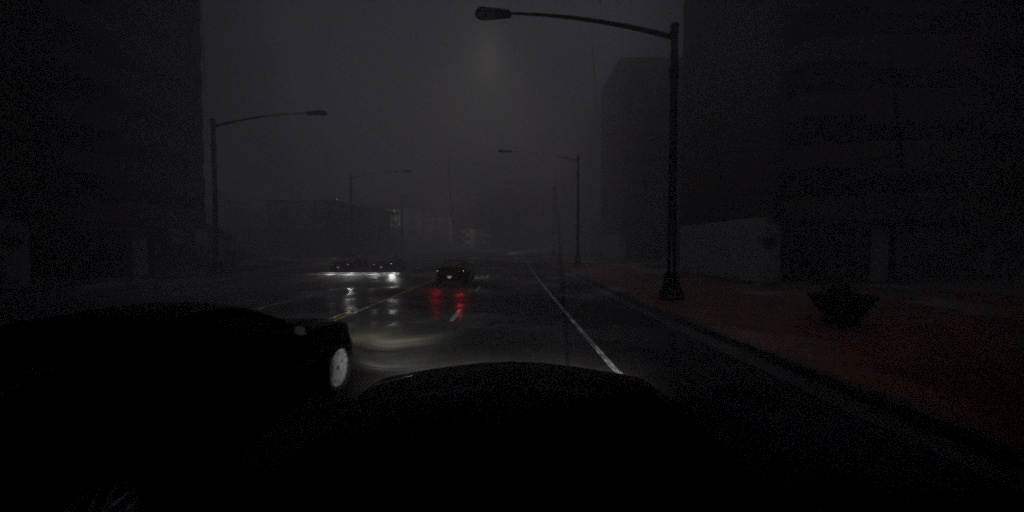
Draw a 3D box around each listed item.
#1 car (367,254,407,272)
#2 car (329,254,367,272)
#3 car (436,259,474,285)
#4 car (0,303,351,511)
[{"bbox_3d":[-10.587,0.538,31.331,1.812,1.442,4.674,0,2,0],"label":"car"},{"bbox_3d":[-14.087,0.538,31.332,1.812,1.442,4.674,0,2,0],"label":"car"},{"bbox_3d":[-3.409,0.886,21.819,1.812,1.442,4.674,0,2,0],"label":"car"},{"bbox_3d":[-3.399,1.204,3.527,1.882,1.535,5.008,0,1,0],"label":"car"}]
